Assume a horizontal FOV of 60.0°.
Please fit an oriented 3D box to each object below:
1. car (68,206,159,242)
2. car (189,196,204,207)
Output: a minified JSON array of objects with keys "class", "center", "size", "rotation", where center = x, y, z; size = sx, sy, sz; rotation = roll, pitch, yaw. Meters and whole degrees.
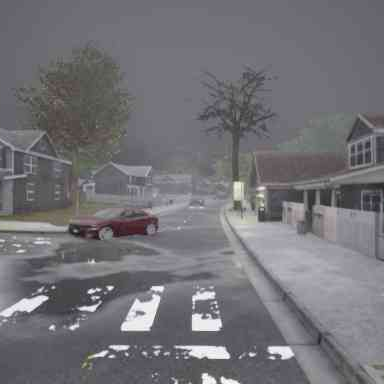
[{"class":"car","center":[-3.573,1.449,16.073],"size":[1.882,1.535,5.008],"rotation":[4,0,31]},{"class":"car","center":[0.797,1.370,53.733],"size":[2.097,1.767,4.553],"rotation":[0,0,8]}]
